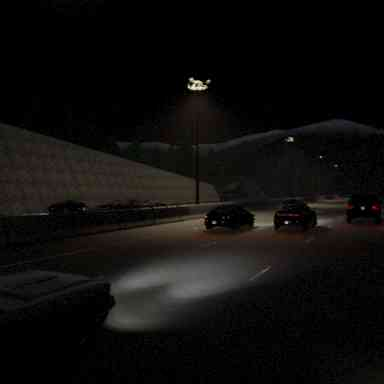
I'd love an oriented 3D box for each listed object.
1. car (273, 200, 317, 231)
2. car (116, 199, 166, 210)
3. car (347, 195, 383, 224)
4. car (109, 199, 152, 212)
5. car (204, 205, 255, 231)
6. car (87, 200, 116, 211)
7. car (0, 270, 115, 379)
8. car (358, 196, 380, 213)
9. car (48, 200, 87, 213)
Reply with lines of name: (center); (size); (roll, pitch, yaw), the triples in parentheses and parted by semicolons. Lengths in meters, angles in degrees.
car: (6.500, 1.502, 20.709); (2.128, 1.511, 4.902); (0, 0, 29)
car: (-4.273, 1.493, 30.510); (2.128, 1.511, 4.902); (0, 0, 29)
car: (13.255, 1.240, 25.564); (2.150, 2.045, 5.566); (0, 0, 29)
car: (-7.179, 1.548, 39.605); (2.033, 1.411, 5.357); (0, 0, 29)
car: (2.377, 1.532, 20.522); (1.812, 1.442, 4.674); (0, 0, 29)
car: (-7.322, 1.490, 32.231); (2.128, 1.511, 4.902); (0, 0, 29)
car: (-3.078, 1.598, 3.722); (1.895, 1.301, 4.718); (0, 0, 29)
car: (20.567, 1.381, 38.530); (2.097, 1.767, 4.553); (0, 0, 29)
car: (-13.327, 1.557, 35.831); (1.994, 1.385, 4.181); (0, 0, 29)
